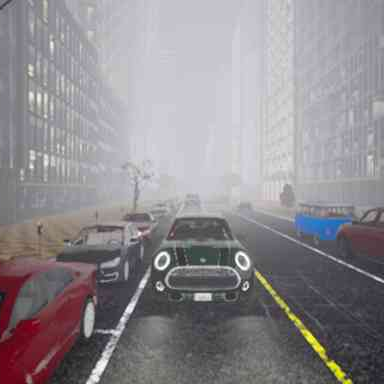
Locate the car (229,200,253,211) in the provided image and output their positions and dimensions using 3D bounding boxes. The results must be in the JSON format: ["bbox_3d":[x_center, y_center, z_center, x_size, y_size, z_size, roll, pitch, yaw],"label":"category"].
[{"bbox_3d":[5.801,1.532,37.843,2.008,1.369,4.403,-1,0,0],"label":"car"}]

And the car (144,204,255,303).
[{"bbox_3d":[0.196,1.348,8.390,2.097,1.767,4.553,0,0,0],"label":"car"}]

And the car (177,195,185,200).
[{"bbox_3d":[-2.888,1.499,88.945,2.008,1.369,4.403,-1,0,0],"label":"car"}]

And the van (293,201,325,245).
[{"bbox_3d":[5.936,1.334,15.110,1.690,1.788,3.998,-1,0,0],"label":"van"}]

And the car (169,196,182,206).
[{"bbox_3d":[-2.683,1.411,54.844,1.967,1.590,4.097,-1,0,0],"label":"car"}]

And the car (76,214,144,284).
[{"bbox_3d":[-2.409,1.546,9.376,2.008,1.369,4.403,-1,0,0],"label":"car"}]

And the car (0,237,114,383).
[{"bbox_3d":[-2.373,1.543,3.692,1.887,1.381,4.507,-1,0,0],"label":"car"}]

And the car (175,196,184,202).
[{"bbox_3d":[-2.819,1.522,77.578,1.947,1.339,4.313,-1,0,0],"label":"car"}]

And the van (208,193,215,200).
[{"bbox_3d":[5.456,1.286,94.679,1.690,1.788,3.998,-1,0,0],"label":"van"}]

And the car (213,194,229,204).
[{"bbox_3d":[5.662,1.283,60.578,2.192,1.841,5.009,-1,0,0],"label":"car"}]

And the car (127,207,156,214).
[{"bbox_3d":[-2.442,1.574,15.059,1.802,1.307,4.206,-1,0,0],"label":"car"}]

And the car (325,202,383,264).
[{"bbox_3d":[5.970,1.311,9.426,2.192,1.841,5.009,-1,0,0],"label":"car"}]

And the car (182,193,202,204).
[{"bbox_3d":[0.076,1.198,44.927,2.150,2.045,5.566,0,0,0],"label":"car"}]

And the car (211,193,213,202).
[{"bbox_3d":[5.628,1.279,66.262,2.192,1.841,5.009,-1,0,0],"label":"car"}]

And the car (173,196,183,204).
[{"bbox_3d":[-2.749,1.489,66.041,1.752,1.417,4.829,-1,0,0],"label":"car"}]

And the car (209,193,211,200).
[{"bbox_3d":[5.561,1.397,77.629,1.967,1.590,4.097,-1,0,0],"label":"car"}]

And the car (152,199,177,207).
[{"bbox_3d":[-2.511,1.537,26.426,2.008,1.369,4.403,-1,0,0],"label":"car"}]

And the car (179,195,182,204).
[{"bbox_3d":[-2.648,1.556,49.160,1.802,1.307,4.206,-1,0,0],"label":"car"}]

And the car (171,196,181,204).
[{"bbox_3d":[-2.579,1.531,37.793,2.008,1.369,4.403,-1,0,0],"label":"car"}]
